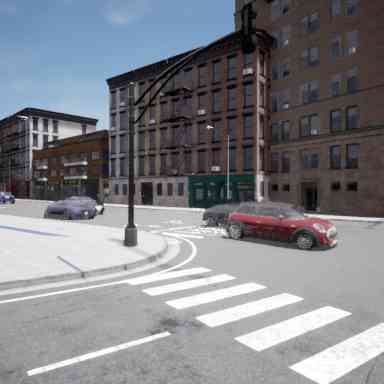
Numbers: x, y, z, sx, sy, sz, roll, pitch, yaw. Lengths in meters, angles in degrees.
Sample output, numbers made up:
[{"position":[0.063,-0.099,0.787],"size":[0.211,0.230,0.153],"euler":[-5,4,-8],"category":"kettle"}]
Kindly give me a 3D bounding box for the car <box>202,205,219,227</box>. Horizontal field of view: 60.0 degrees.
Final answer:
[{"position":[2.735,1.351,19.169],"size":[4.674,1.442,1.812],"euler":[1,0,37],"category":"car"}]

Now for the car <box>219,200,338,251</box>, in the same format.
[{"position":[3.785,1.263,14.317],"size":[4.553,1.767,2.097],"euler":[3,4,36],"category":"car"}]

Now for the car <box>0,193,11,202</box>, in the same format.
[{"position":[-33.140,0.897,57.609],"size":[4.674,1.442,1.812],"euler":[1,0,43],"category":"car"}]

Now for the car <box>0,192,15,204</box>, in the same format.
[{"position":[-27.583,0.786,48.232],"size":[4.553,1.767,2.097],"euler":[1,0,41],"category":"car"}]

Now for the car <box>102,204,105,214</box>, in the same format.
[{"position":[-9.467,1.150,28.561],"size":[4.902,1.511,2.128],"euler":[1,0,38],"category":"car"}]

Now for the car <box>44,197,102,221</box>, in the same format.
[{"position":[-8.761,1.243,23.870],"size":[4.181,1.385,1.994],"euler":[1,0,38],"category":"car"}]
